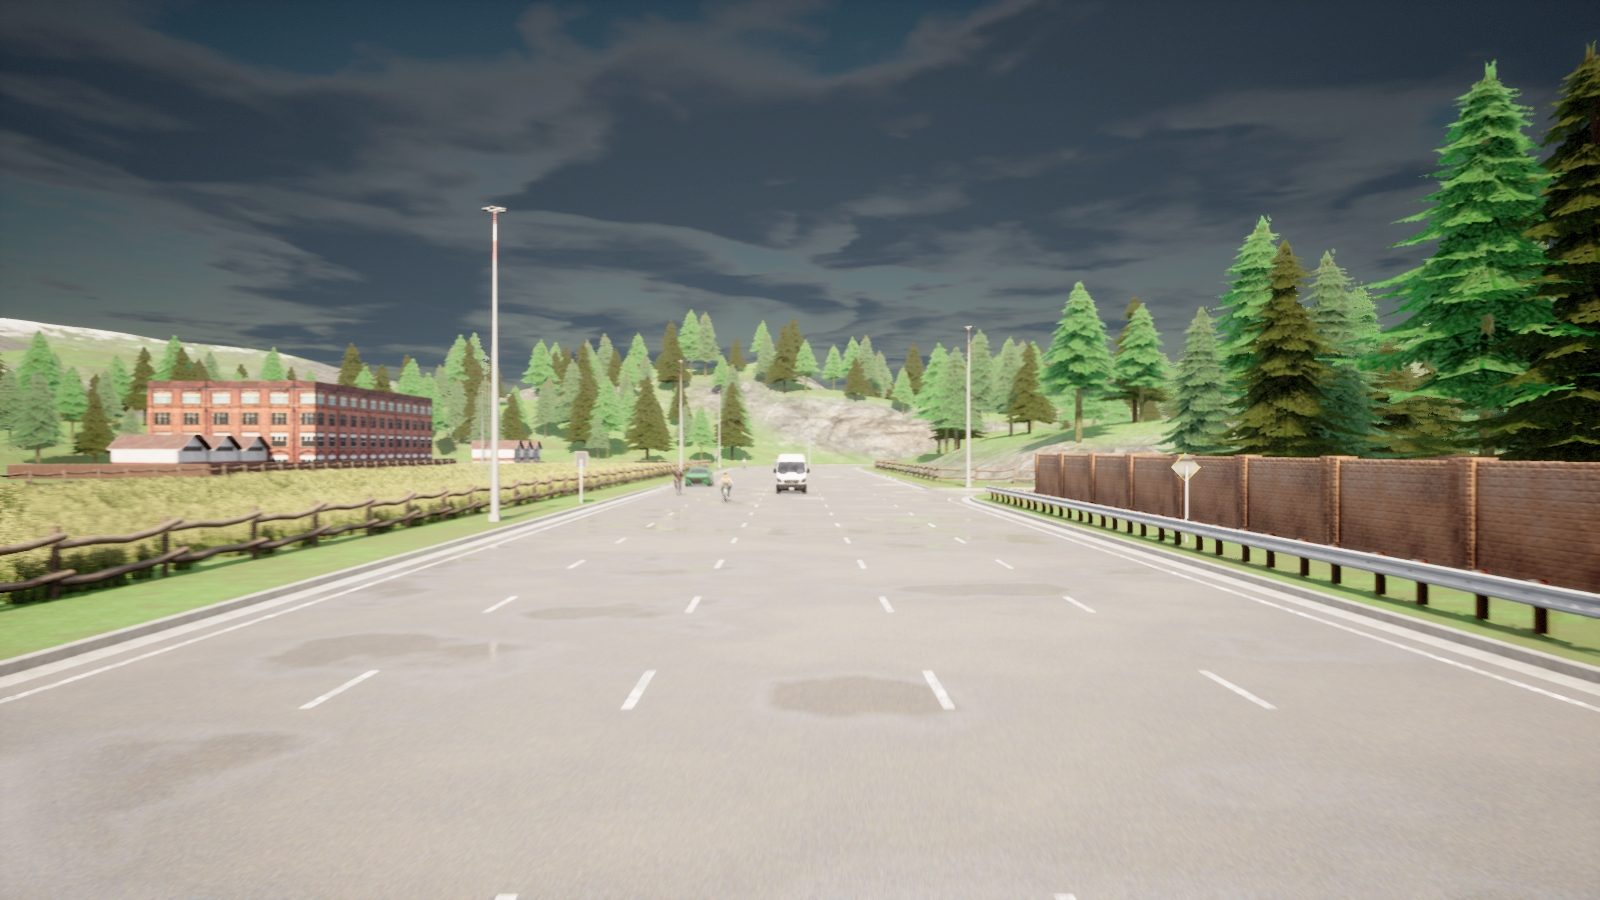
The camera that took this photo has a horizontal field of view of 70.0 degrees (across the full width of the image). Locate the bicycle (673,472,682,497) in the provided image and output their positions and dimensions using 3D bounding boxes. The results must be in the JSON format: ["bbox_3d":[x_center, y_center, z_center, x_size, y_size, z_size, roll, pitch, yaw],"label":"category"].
[{"bbox_3d":[-7.409,2.058,69.223,0.329,1.471,1.835,0,0,0],"label":"bicycle"}]

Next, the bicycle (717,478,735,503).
[{"bbox_3d":[-3.954,2.157,60.876,0.859,1.276,1.487,0,0,0],"label":"bicycle"}]

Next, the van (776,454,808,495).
[{"bbox_3d":[-0.542,1.535,73.847,1.988,2.561,5.915,0,0,0],"label":"van"}]
